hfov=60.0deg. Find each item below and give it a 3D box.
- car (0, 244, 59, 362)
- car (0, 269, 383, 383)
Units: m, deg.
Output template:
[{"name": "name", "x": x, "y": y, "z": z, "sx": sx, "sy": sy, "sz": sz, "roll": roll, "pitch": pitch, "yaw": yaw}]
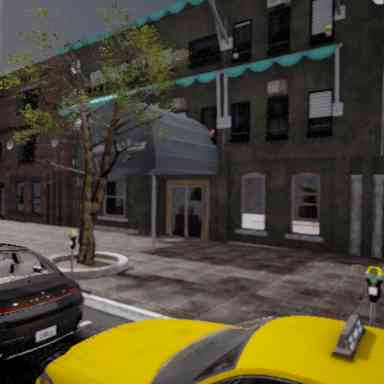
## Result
[{"name": "car", "x": -3.603, "y": 1.535, "z": 5.437, "sx": 4.403, "sy": 1.369, "sz": 2.008, "roll": 0, "pitch": 1, "yaw": 36}, {"name": "car", "x": 0.791, "y": 1.524, "z": 2.282, "sx": 4.829, "sy": 1.417, "sz": 1.752, "roll": 0, "pitch": 1, "yaw": 36}]
